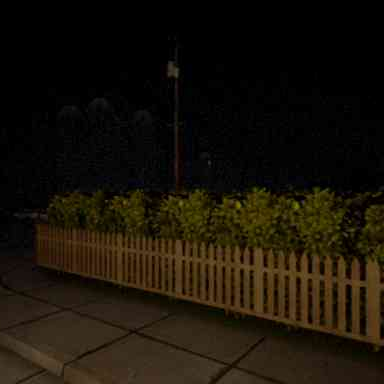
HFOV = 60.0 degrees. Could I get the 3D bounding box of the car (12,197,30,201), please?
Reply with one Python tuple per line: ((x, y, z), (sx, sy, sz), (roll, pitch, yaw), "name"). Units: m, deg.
((-27.239, 1.563, 52.820), (4.193, 1.474, 1.816), (0, 0, 35), "car")
